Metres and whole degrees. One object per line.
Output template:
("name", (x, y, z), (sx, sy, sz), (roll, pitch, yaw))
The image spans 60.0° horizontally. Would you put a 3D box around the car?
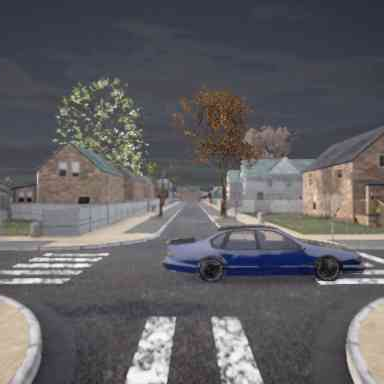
("car", (1.840, 1.658, 9.415), (5.357, 1.411, 2.033), (0, -1, 1))
